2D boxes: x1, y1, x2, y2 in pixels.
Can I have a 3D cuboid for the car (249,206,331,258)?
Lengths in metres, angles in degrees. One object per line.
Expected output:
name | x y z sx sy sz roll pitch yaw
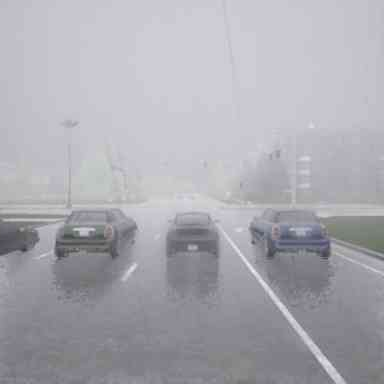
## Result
car | 3.542 1.350 12.857 2.097 1.767 4.553 0 0 1

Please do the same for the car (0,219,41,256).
car | -6.981 1.547 10.815 2.033 1.411 5.357 0 0 1

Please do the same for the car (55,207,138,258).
car | -3.458 1.350 12.858 2.097 1.767 4.553 0 0 1

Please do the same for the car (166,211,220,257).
car | 0.042 1.504 12.971 1.837 1.490 4.892 0 0 1
